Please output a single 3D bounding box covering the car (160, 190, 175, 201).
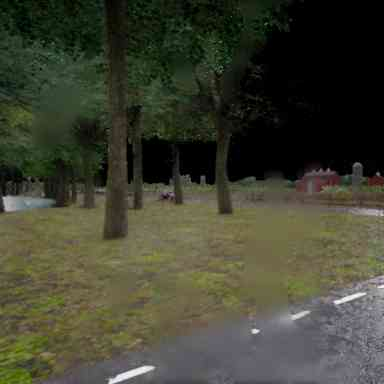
[{"bbox_3d":[-3.761,0.537,58.772,2.097,1.767,4.553,-1,2,-36],"label":"car"}]
